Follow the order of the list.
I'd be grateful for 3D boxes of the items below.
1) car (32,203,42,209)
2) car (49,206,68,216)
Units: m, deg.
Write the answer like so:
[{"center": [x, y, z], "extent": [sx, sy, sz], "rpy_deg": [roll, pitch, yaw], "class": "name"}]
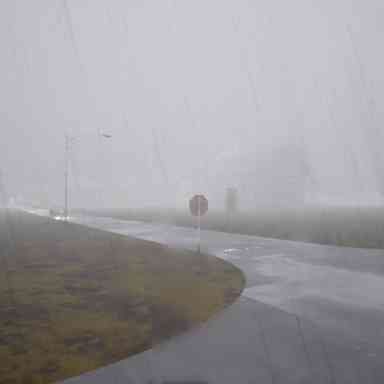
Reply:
[{"center": [-40.005, 3.538, 86.070], "extent": [1.837, 1.490, 4.892], "rpy_deg": [1, -2, -32], "class": "car"}, {"center": [-19.488, 2.728, 48.465], "extent": [2.128, 1.511, 4.902], "rpy_deg": [1, -2, -32], "class": "car"}]
